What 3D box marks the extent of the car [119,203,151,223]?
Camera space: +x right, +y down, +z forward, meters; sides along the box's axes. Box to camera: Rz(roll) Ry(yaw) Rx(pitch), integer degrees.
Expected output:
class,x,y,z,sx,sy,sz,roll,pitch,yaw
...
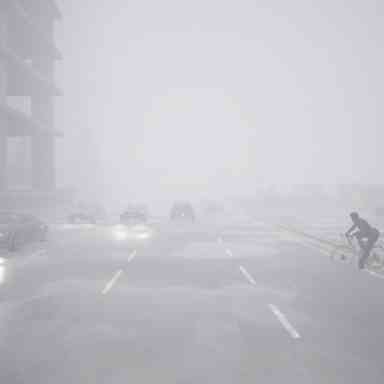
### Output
class,x,y,z,sx,sy,sz,roll,pitch,yaw
car,-4.335,1.573,25.694,1.895,1.301,4.718,0,0,-2

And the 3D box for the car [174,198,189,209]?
class,x,y,z,sx,sy,sz,roll,pitch,yaw
car,-1.402,1.550,45.490,1.895,1.301,4.718,0,0,-2

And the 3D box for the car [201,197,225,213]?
class,x,y,z,sx,sy,sz,roll,pitch,yaw
car,2.380,1.523,36.249,1.994,1.385,4.181,0,0,-1

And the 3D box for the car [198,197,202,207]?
class,x,y,z,sx,sy,sz,roll,pitch,yaw
car,1.938,1.423,49.029,1.882,1.535,5.008,0,0,-1

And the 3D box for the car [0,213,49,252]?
class,x,y,z,sx,sy,sz,roll,pitch,yaw
car,-7.521,1.549,13.618,1.994,1.385,4.181,0,0,-2

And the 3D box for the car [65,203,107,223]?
class,x,y,z,sx,sy,sz,roll,pitch,yaw
car,-7.910,1.520,25.396,2.033,1.411,5.357,0,0,-2

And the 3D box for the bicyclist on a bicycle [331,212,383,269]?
class,x,y,z,sx,sy,sz,roll,pitch,yaw
bicyclist on a bicycle,4.794,1.404,9.509,1.656,1.620,0.582,0,0,-2

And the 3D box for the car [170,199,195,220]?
class,x,y,z,sx,sy,sz,roll,pitch,yaw
car,-0.798,1.474,27.832,1.837,1.490,4.892,0,0,-2
